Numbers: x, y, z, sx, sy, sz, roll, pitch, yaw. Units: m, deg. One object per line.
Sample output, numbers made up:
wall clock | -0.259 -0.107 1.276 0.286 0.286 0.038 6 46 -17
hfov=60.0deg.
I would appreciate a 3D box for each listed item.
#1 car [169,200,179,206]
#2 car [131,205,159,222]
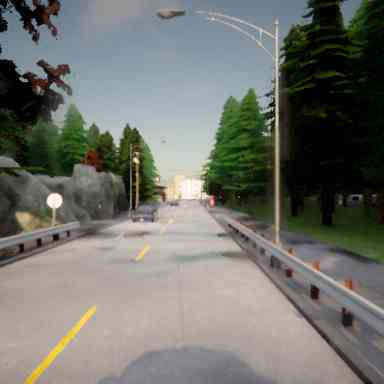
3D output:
car | -3.783 2.507 70.799 2.033 1.411 5.357 0 -1 0
car | -4.051 1.872 29.558 2.033 1.411 5.357 0 -1 1
